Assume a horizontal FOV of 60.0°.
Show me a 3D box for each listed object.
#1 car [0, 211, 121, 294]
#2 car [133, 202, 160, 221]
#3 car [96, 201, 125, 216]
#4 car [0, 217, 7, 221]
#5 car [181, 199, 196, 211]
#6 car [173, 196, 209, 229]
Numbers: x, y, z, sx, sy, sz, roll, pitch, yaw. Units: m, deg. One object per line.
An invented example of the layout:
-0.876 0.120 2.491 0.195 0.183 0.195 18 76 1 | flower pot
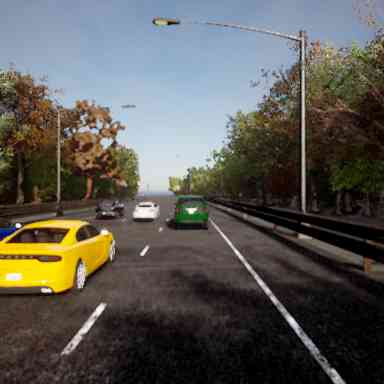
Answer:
-3.442 1.491 8.885 1.882 1.535 5.008 0 0 0 | car
-3.673 1.569 27.207 1.812 1.442 4.674 0 0 -1 | car
-7.221 1.542 29.692 2.128 1.511 4.902 0 0 -1 | car
-6.956 1.495 10.883 1.882 1.535 5.008 0 0 0 | car
-0.522 1.616 42.153 1.812 1.442 4.674 0 0 -2 | car
-0.084 1.254 22.116 2.150 2.045 5.566 0 0 -1 | car
